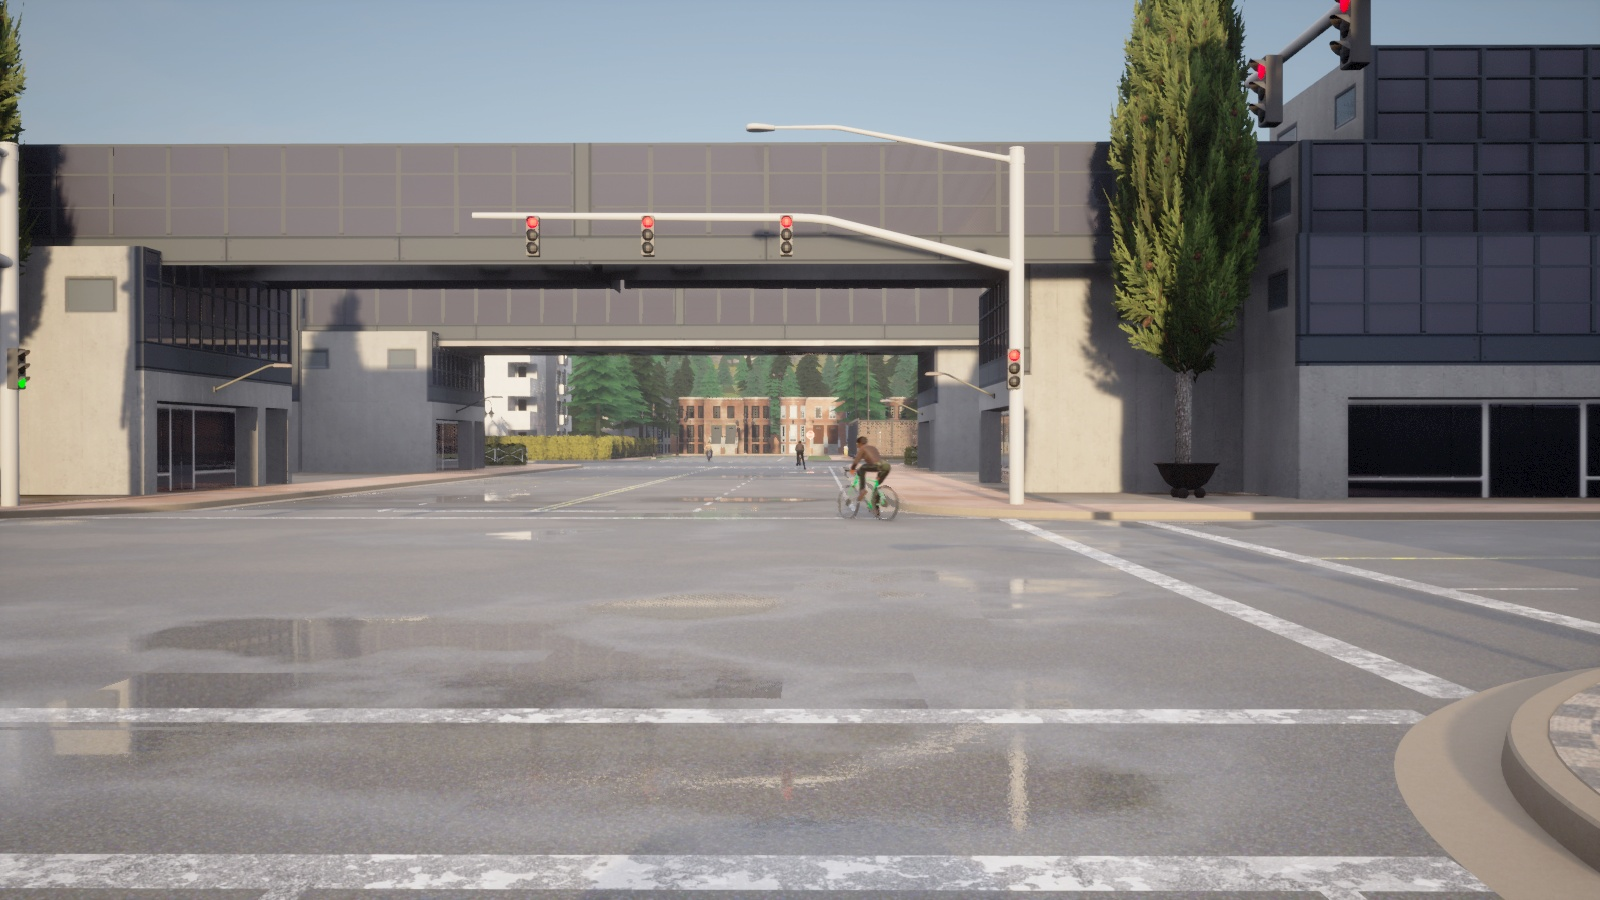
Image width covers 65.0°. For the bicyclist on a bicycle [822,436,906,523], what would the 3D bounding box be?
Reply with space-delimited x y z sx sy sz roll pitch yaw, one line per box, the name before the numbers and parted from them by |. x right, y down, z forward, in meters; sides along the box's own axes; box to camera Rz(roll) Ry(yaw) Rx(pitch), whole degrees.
bicyclist on a bicycle | 1.220 0.564 24.178 0.582 1.620 1.656 3 -2 -42
